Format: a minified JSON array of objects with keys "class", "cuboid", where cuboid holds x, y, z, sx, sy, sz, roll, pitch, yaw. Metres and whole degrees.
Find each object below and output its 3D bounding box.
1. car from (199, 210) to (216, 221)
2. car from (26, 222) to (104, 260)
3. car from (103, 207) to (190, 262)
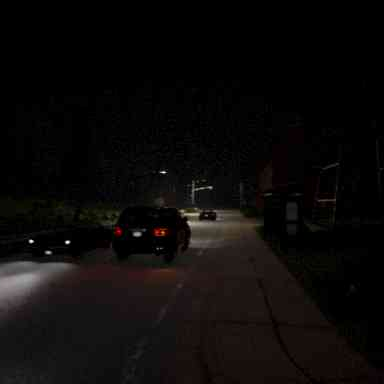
[{"class":"car","cuboid":[2.014,2.912,42.288,1.994,1.385,4.181,0,-2,7]},{"class":"car","cuboid":[-5.042,1.998,14.472,1.895,1.301,4.718,0,-2,7]},{"class":"car","cuboid":[-1.510,1.655,14.253,2.150,2.045,5.566,0,-2,9]}]
